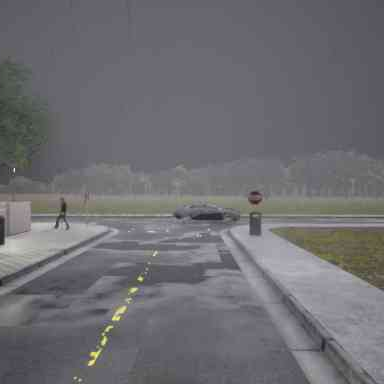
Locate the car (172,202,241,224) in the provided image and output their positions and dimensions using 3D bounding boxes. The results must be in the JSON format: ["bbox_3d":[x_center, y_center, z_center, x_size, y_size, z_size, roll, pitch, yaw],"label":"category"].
[{"bbox_3d":[1.042,1.495,24.124,4.902,1.511,2.128,0,0,0],"label":"car"}]

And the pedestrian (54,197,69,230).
[{"bbox_3d":[-7.029,1.144,17.957,0.375,1.860,0.375,0,0,0],"label":"pedestrian"}]
